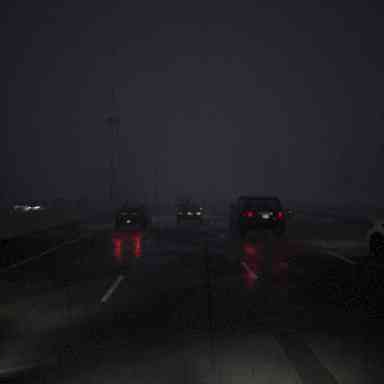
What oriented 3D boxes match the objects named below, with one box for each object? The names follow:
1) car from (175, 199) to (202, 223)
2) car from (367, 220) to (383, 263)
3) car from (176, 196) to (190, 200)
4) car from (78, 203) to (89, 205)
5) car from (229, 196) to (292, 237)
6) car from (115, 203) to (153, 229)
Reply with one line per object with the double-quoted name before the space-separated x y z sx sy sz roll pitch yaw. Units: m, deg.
"car" -0.227 1.538 25.471 2.033 1.411 5.357 0 0 -1
"car" 7.000 1.227 8.859 2.150 2.045 5.566 0 0 -1
"car" -1.023 1.335 41.992 2.097 1.767 4.553 0 0 -5
"car" -16.022 1.563 49.683 1.895 1.301 4.718 0 0 -7
"car" 3.378 1.219 18.069 2.150 2.045 5.566 0 0 -1
"car" -3.670 1.479 21.547 2.128 1.511 4.902 0 0 -1
